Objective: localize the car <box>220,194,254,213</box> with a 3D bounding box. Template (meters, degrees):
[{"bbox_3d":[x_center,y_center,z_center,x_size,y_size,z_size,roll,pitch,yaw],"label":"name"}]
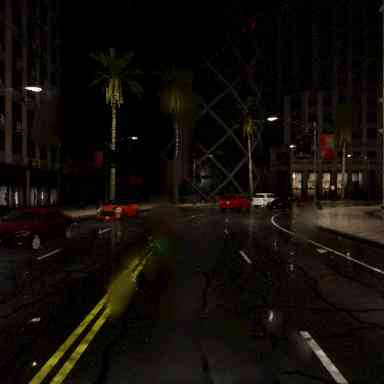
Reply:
[{"bbox_3d":[4.866,1.221,36.984,2.150,2.045,5.566,0,0,25],"label":"car"}]

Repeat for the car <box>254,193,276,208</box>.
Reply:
[{"bbox_3d":[10.486,1.221,45.966,2.150,2.045,5.566,0,0,42],"label":"car"}]

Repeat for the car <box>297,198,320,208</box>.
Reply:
[{"bbox_3d":[16.555,1.564,46.944,4.181,1.385,1.994,0,0,-43],"label":"car"}]

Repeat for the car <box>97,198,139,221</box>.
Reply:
[{"bbox_3d":[-5.959,1.351,27.228,2.097,1.767,4.553,0,0,11],"label":"car"}]

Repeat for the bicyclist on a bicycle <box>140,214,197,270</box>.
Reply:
[{"bbox_3d":[-0.696,1.455,9.534,1.656,1.620,0.582,-2,0,1],"label":"bicyclist on a bicycle"}]

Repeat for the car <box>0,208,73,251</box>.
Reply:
[{"bbox_3d":[-6.840,1.477,14.376,1.882,1.535,5.008,0,0,2],"label":"car"}]

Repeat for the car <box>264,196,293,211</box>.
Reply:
[{"bbox_3d":[10.683,1.526,40.079,1.812,1.442,4.674,0,0,32],"label":"car"}]
